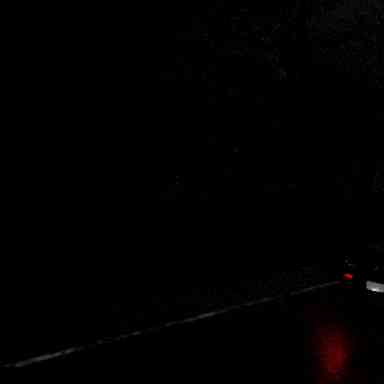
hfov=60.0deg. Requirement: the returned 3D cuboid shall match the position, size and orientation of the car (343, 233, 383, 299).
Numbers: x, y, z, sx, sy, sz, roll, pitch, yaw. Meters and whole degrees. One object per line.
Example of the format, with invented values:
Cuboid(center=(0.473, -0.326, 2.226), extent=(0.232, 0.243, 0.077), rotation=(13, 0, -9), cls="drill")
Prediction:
Cuboid(center=(5.117, 1.474, 7.126), extent=(4.674, 1.442, 1.812), rotation=(-1, 0, -34), cls="car")
